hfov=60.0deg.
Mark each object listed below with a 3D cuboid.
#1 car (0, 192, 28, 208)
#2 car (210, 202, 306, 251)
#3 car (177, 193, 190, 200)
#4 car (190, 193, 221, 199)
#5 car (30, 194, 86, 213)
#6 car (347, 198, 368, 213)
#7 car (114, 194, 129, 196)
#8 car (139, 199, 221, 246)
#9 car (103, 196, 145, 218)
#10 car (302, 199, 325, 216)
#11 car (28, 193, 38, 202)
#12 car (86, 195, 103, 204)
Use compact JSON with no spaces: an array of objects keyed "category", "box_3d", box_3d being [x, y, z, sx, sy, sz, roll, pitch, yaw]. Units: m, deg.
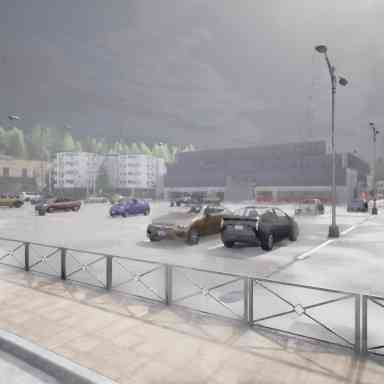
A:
[{"category":"car","box_3d":[-23.445,1.097,41.380,1.932,1.855,4.605,0,0,34]},{"category":"car","box_3d":[2.838,1.340,13.443,2.007,1.523,4.514,0,0,34]},{"category":"car","box_3d":[-0.503,1.077,46.828,1.905,1.878,3.866,0,0,34]},{"category":"car","box_3d":[2.134,1.097,45.539,1.932,1.855,4.605,0,0,34]},{"category":"car","box_3d":[-13.534,1.298,33.801,2.007,1.523,4.514,0,0,34]},{"category":"car","box_3d":[17.439,1.374,34.997,1.845,1.501,3.633,0,0,34]},{"category":"car","box_3d":[-11.093,1.154,54.007,2.152,1.636,5.027,0,0,34]},{"category":"car","box_3d":[0.213,1.330,15.160,2.152,1.636,5.027,0,0,34]},{"category":"car","box_3d":[-5.286,1.320,28.159,1.845,1.501,3.633,0,0,34]},{"category":"car","box_3d":[10.808,1.384,30.527,1.970,1.475,3.806,0,0,34]},{"category":"car","box_3d":[-23.573,1.298,53.561,2.007,1.523,4.514,0,0,34]},{"category":"car","box_3d":[-16.586,1.232,57.341,1.970,1.475,3.806,0,0,34]}]
